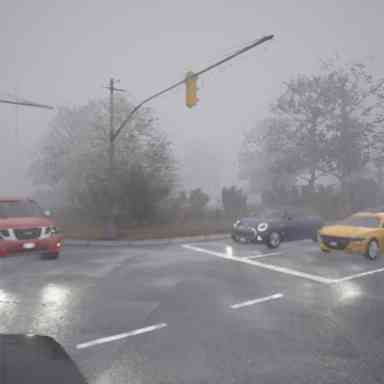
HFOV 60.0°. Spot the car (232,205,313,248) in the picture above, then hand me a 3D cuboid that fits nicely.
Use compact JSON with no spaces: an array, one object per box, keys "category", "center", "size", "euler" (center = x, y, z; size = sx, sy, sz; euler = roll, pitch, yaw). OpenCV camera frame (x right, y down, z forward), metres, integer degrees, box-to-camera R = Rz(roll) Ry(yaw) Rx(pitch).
[{"category":"car","center":[3.982,1.420,15.166],"size":[4.553,1.767,2.097],"euler":[0,0,-34]}]

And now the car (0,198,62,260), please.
[{"category":"car","center":[-6.531,1.227,11.849],"size":[2.150,2.045,5.566],"euler":[0,-1,-40]}]

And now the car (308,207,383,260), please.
[{"category":"car","center":[7.018,1.554,12.996],"size":[5.008,1.535,1.882],"euler":[0,0,-34]}]

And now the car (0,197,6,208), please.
[{"category":"car","center":[-28.816,1.569,49.186],"size":[2.128,1.511,4.902],"euler":[0,-1,-26]}]

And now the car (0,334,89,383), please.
[{"category":"car","center":[-3.136,1.535,1.465],"size":[5.357,1.411,2.033],"euler":[0,0,-36]}]
